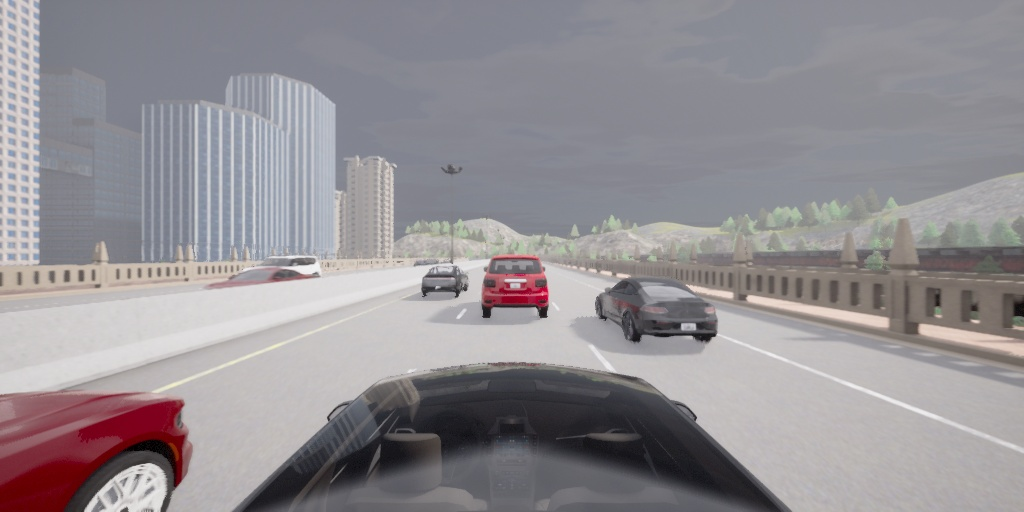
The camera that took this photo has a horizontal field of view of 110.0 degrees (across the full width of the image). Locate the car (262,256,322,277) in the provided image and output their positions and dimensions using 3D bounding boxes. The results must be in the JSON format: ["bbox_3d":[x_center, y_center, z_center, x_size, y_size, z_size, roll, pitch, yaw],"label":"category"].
[{"bbox_3d":[-14.095,0.988,22.329,2.150,2.045,5.566,0,0,0],"label":"car"}]

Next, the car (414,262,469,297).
[{"bbox_3d":[-3.397,1.255,18.850,2.128,1.511,4.902,0,0,0],"label":"car"}]

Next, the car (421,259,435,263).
[{"bbox_3d":[-14.009,1.302,63.169,1.837,1.490,4.892,0,0,1],"label":"car"}]

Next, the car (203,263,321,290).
[{"bbox_3d":[-10.597,1.238,15.392,1.882,1.535,5.008,0,0,0],"label":"car"}]

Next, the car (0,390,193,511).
[{"bbox_3d":[-3.400,1.227,0.686,1.882,1.535,5.008,0,0,0],"label":"car"}]

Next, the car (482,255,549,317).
[{"bbox_3d":[0.102,0.981,13.347,2.150,2.045,5.566,0,0,0],"label":"car"}]

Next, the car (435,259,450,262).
[{"bbox_3d":[-10.539,1.358,57.649,1.994,1.385,4.181,0,0,0],"label":"car"}]

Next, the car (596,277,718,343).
[{"bbox_3d":[3.602,1.282,9.615,1.812,1.442,4.674,0,0,0],"label":"car"}]
